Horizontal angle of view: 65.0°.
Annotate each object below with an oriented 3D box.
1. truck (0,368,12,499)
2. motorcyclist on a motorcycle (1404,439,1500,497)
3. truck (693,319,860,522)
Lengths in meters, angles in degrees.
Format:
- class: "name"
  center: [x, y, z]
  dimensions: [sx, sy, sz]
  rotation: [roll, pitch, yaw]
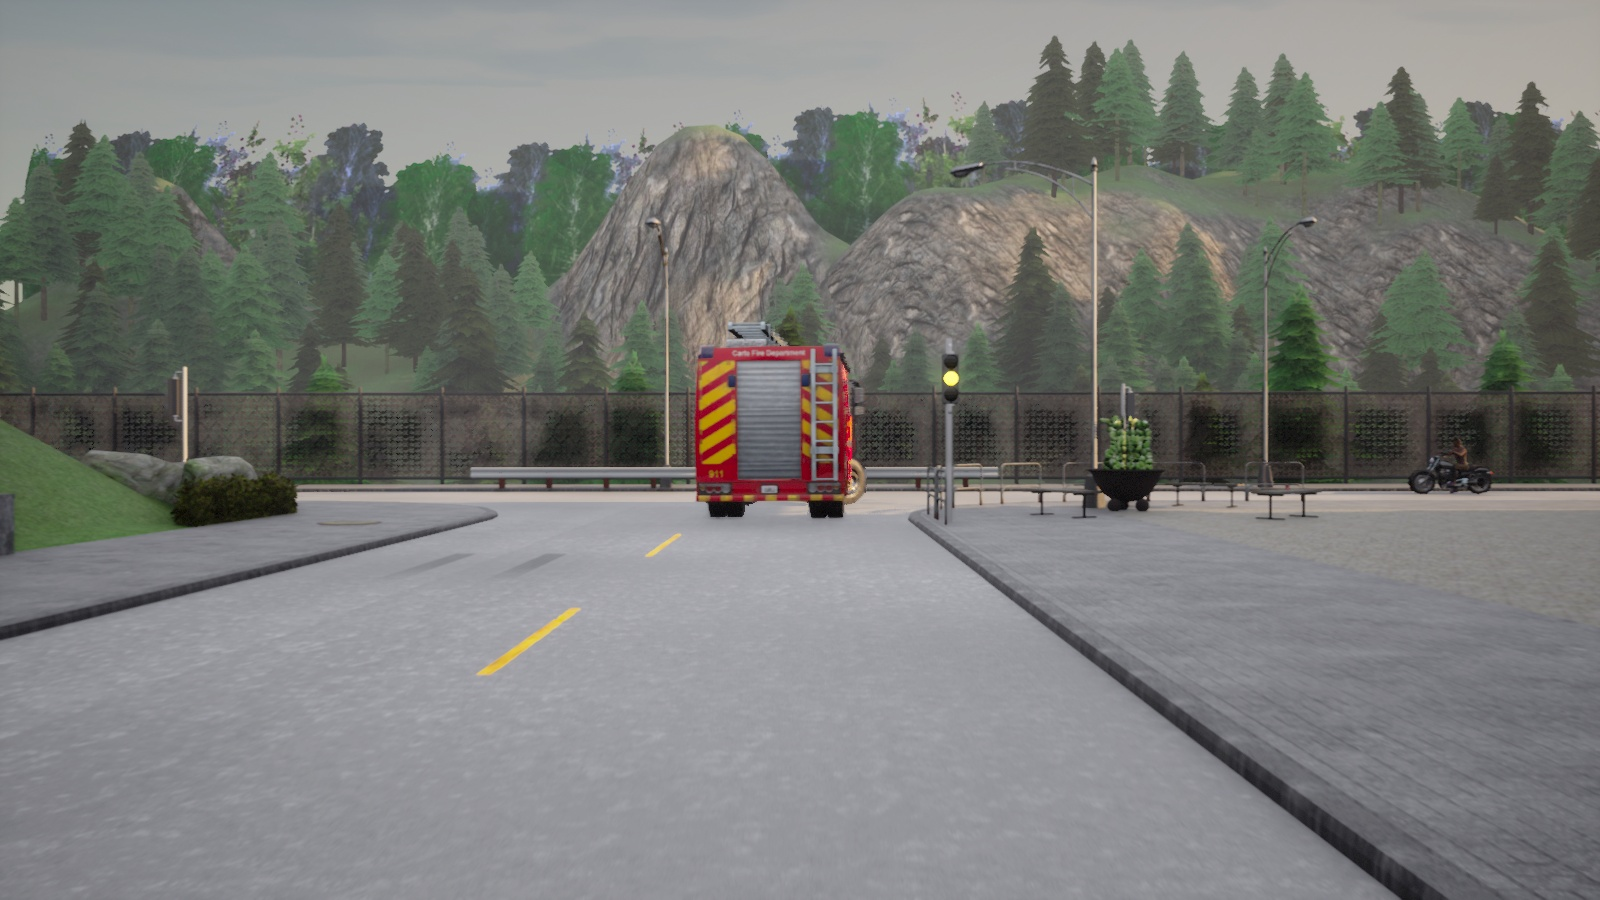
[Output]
- class: "truck"
  center: [-25.179, -0.438, 32.444]
  dimensions: [7.936, 3.462, 2.891]
  rotation: [0, 0, 3]
- class: "motorcyclist on a motorcycle"
  center: [18.726, 0.508, 36.094]
  dimensions: [2.350, 1.649, 0.766]
  rotation: [0, 0, 0]
- class: "truck"
  center: [-0.249, -0.577, 28.031]
  dimensions: [2.891, 3.827, 8.468]
  rotation: [0, 0, 5]
